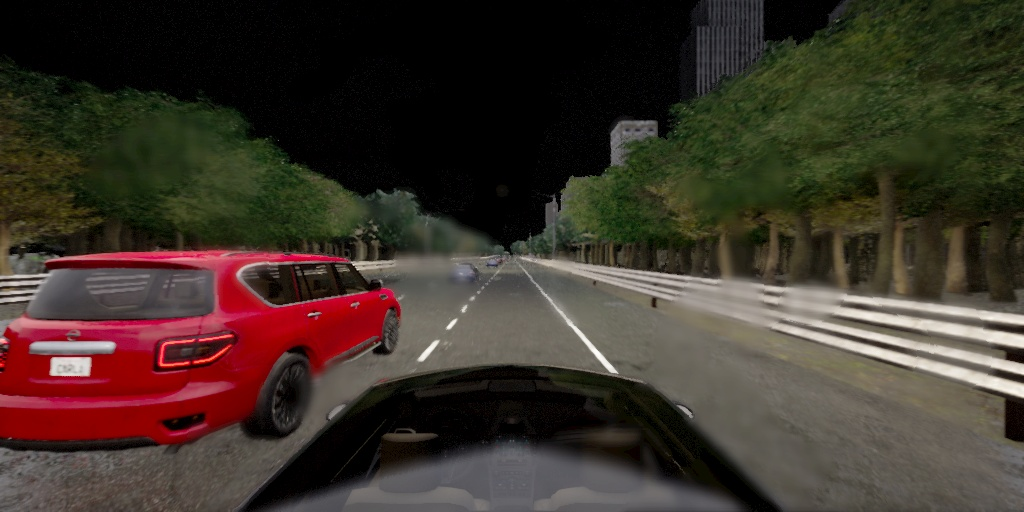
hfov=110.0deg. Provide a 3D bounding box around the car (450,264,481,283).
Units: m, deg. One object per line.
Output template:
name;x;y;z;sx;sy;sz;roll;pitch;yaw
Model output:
car;-3.521;1.307;27.470;1.994;1.385;4.181;0;0;0

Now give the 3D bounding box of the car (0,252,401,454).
car;-3.503;0.973;5.528;2.150;2.045;5.566;0;0;0
